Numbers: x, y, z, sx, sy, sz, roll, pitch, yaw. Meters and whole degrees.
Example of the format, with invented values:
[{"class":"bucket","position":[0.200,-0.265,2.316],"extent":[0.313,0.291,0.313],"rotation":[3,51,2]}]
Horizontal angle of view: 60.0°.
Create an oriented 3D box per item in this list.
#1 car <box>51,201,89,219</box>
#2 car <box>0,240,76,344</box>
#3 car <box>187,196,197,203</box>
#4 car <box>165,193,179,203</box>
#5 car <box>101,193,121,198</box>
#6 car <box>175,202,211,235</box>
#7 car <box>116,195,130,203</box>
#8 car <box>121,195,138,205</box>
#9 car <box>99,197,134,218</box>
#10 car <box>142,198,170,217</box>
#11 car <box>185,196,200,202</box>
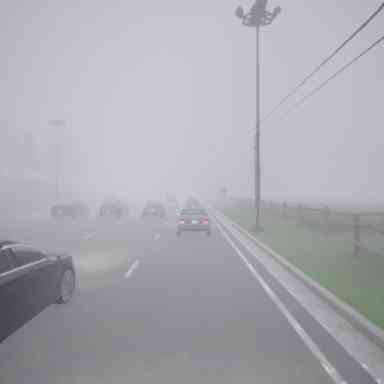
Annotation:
[{"class":"car","position":[-10.404,1.476,28.726],"extent":[1.882,1.535,5.008],"rotation":[0,0,0]},{"class":"car","position":[-3.400,1.490,5.218],"extent":[2.128,1.511,4.902],"rotation":[0,0,0]},{"class":"car","position":[-0.009,1.520,67.935],"extent":[1.812,1.442,4.674],"rotation":[0,0,0]},{"class":"car","position":[-3.507,1.218,57.115],"extent":[2.150,2.045,5.566],"rotation":[0,0,0]},{"class":"car","position":[-14.007,1.218,57.143],"extent":[2.150,2.045,5.566],"rotation":[0,0,0]},{"class":"car","position":[0.098,1.546,18.865],"extent":[2.033,1.411,5.357],"rotation":[0,0,0]},{"class":"car","position":[-14.009,1.306,67.549],"extent":[1.882,1.535,5.008],"rotation":[0,0,0]},{"class":"car","position":[-10.507,1.521,57.500],"extent":[1.812,1.442,4.674],"rotation":[0,0,0]},{"class":"car","position":[-6.903,1.488,29.765],"extent":[2.128,1.511,4.902],"rotation":[0,0,0]},{"class":"car","position":[-3.404,1.561,30.852],"extent":[1.994,1.385,4.181],"rotation":[0,0,0]},{"class":"car","position":[0.094,1.500,43.923],"extent":[1.837,1.490,4.892],"rotation":[0,0,0]}]
